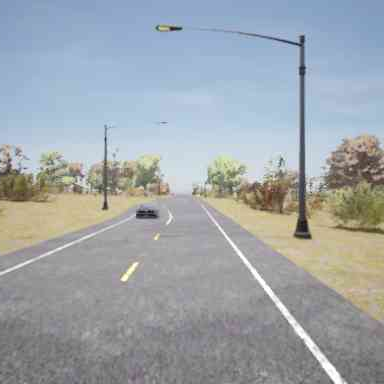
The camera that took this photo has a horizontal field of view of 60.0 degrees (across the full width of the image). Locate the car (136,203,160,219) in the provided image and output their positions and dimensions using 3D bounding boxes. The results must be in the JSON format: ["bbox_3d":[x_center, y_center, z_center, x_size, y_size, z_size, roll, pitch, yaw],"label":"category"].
[{"bbox_3d":[-3.810,1.617,29.141,1.895,1.301,4.718,0,0,-3],"label":"car"}]
